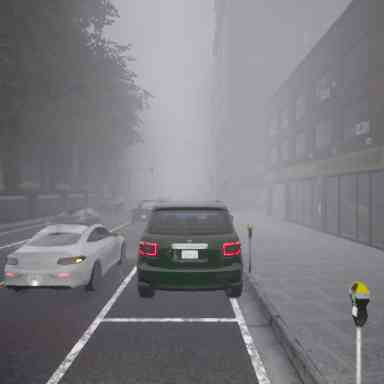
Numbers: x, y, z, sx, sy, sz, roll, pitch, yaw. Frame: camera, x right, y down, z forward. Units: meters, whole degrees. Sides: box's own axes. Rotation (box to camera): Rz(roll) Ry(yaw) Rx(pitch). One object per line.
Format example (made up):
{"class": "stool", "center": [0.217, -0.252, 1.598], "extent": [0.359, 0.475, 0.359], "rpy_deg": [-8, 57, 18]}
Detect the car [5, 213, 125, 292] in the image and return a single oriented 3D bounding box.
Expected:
{"class": "car", "center": [-3.043, 1.523, 8.803], "extent": [1.812, 1.442, 4.674], "rpy_deg": [0, 0, 0]}

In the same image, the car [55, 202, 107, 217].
{"class": "car", "center": [-6.246, 1.519, 18.047], "extent": [1.812, 1.442, 4.674], "rpy_deg": [0, 0, 0]}

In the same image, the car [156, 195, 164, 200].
{"class": "car", "center": [-8.815, 1.438, 91.530], "extent": [1.887, 1.381, 4.507], "rpy_deg": [0, 0, 0]}

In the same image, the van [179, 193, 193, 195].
{"class": "van", "center": [-0.290, 1.317, 36.980], "extent": [1.690, 1.788, 3.998], "rpy_deg": [0, 0, 0]}

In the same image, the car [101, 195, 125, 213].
{"class": "car", "center": [-8.815, 1.291, 36.940], "extent": [2.192, 1.841, 5.009], "rpy_deg": [0, 0, 0]}

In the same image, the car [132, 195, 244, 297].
{"class": "car", "center": [-0.039, 1.218, 8.679], "extent": [2.150, 2.045, 5.566], "rpy_deg": [0, 0, 0]}

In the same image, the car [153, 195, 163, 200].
{"class": "car", "center": [-8.815, 1.450, 86.079], "extent": [2.008, 1.369, 4.403], "rpy_deg": [0, 0, 0]}

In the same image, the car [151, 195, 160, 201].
{"class": "car", "center": [-8.815, 1.432, 80.459], "extent": [1.752, 1.417, 4.829], "rpy_deg": [0, 0, 0]}

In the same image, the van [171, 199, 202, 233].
{"class": "van", "center": [-0.290, 1.333, 19.998], "extent": [1.690, 1.788, 3.998], "rpy_deg": [0, 0, 0]}

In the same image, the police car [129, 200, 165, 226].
{"class": "police car", "center": [-3.146, 1.414, 24.380], "extent": [1.930, 1.638, 5.238], "rpy_deg": [0, 0, 0]}

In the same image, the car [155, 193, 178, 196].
{"class": "car", "center": [-3.048, 1.326, 38.293], "extent": [2.097, 1.767, 4.553], "rpy_deg": [0, 0, 0]}
